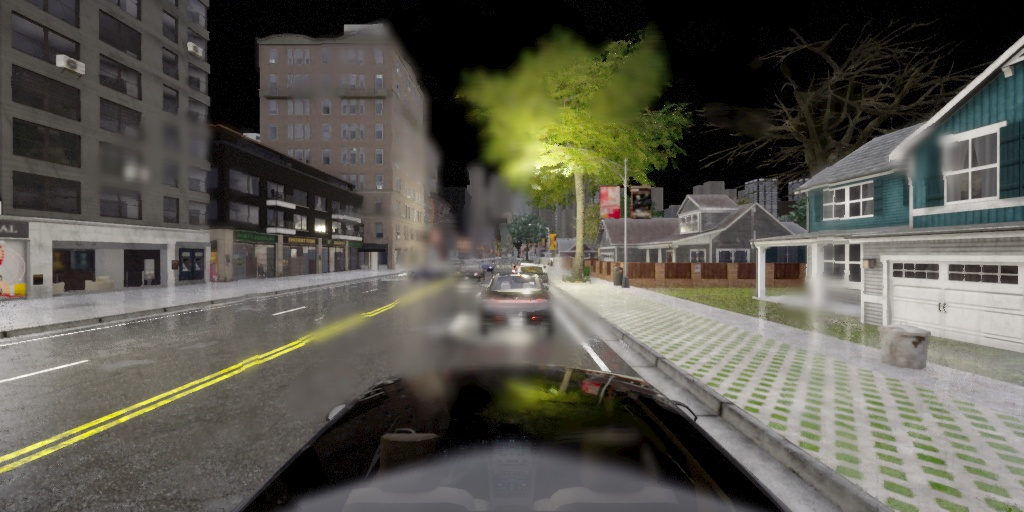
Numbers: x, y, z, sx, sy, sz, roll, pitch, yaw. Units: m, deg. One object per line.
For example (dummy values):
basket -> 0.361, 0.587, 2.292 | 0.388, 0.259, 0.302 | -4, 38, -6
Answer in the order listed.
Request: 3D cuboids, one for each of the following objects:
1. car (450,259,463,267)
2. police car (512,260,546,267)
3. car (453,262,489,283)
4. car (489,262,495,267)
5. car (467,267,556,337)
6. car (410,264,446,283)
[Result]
car -> -9.571, 1.264, 63.175 | 1.994, 1.385, 4.181 | 0, 0, 1
police car -> 1.044, 1.165, 20.583 | 1.930, 1.638, 5.238 | 0, 0, 0
car -> -3.055, 1.334, 27.453 | 1.895, 1.301, 4.718 | 0, 0, 0
car -> -3.000, 1.320, 42.438 | 1.895, 1.301, 4.718 | 0, 0, 0
car -> 0.130, 1.239, 10.333 | 2.128, 1.511, 4.902 | 0, 0, 0
car -> -6.503, 1.333, 28.041 | 1.895, 1.301, 4.718 | 0, 0, 0
